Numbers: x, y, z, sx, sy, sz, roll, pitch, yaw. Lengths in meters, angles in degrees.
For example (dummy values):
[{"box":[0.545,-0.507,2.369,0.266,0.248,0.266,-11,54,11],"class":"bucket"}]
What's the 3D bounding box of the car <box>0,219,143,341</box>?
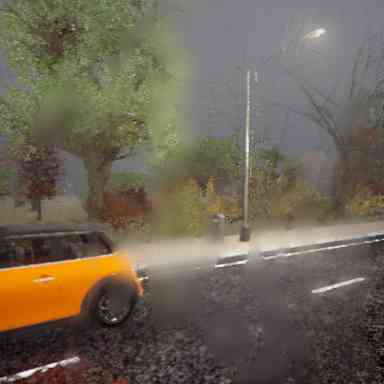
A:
[{"box":[-3.179,1.348,5.380,4.553,1.767,2.097,0,0,-35],"class":"car"}]
